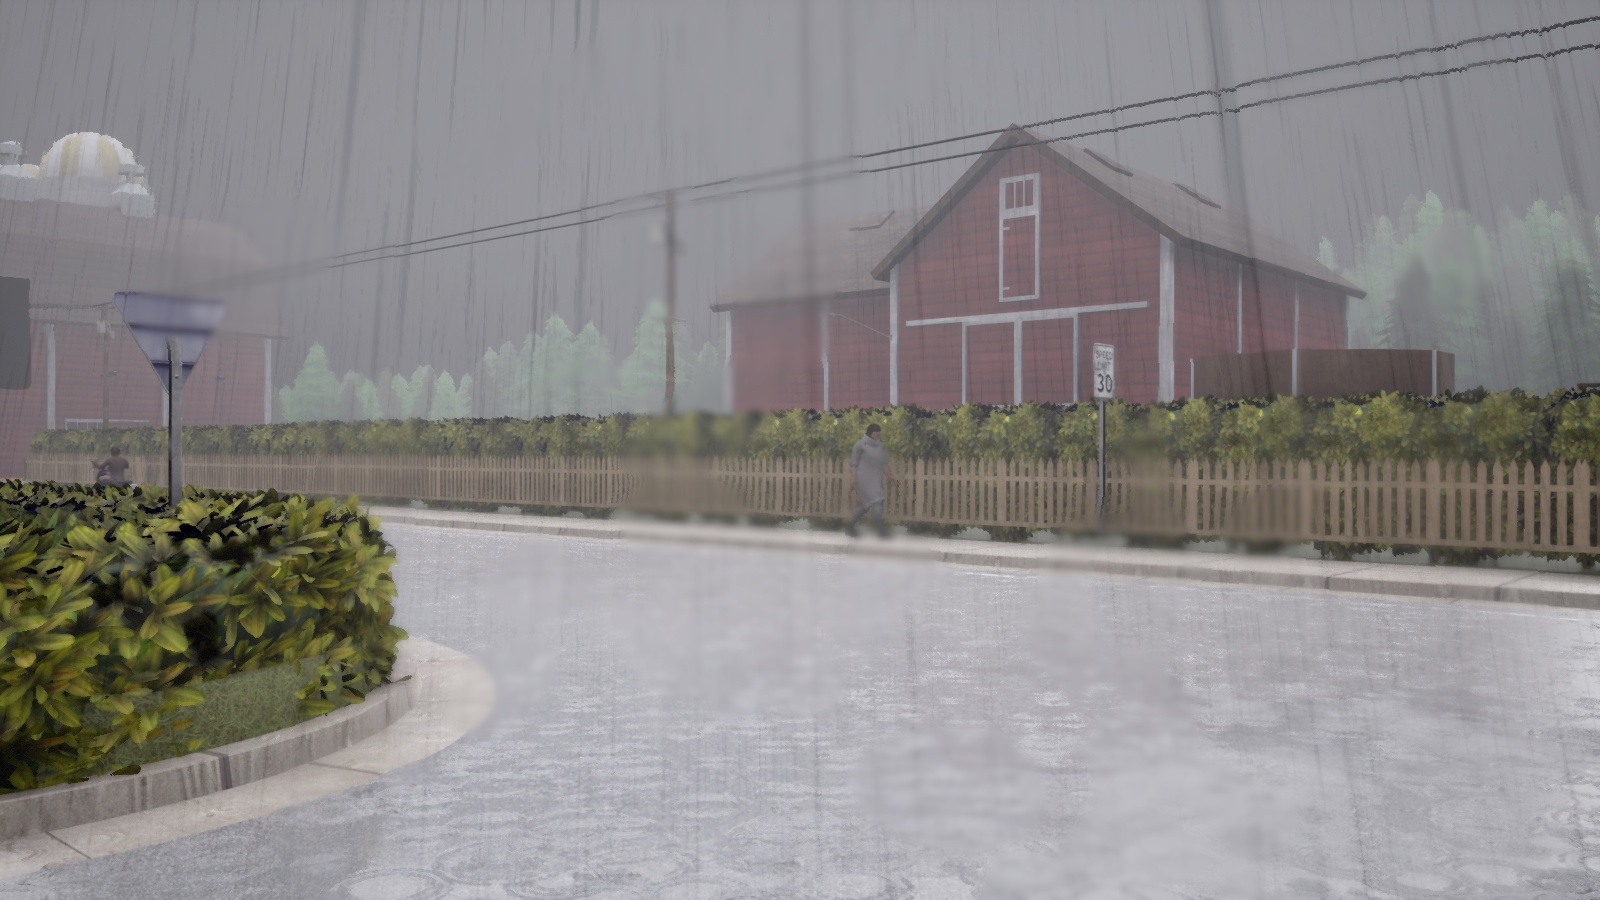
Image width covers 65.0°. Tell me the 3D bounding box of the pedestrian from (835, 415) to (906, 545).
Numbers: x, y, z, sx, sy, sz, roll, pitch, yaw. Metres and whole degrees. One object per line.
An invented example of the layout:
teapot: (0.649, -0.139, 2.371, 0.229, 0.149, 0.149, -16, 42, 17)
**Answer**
pedestrian: (1.084, 0.445, 19.378, 0.873, 1.952, 0.659, 0, 0, 43)

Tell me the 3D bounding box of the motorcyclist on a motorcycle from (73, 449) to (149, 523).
motorcyclist on a motorcycle: (-15.922, 0.800, 29.003, 2.350, 1.649, 0.766, 0, 0, 41)
